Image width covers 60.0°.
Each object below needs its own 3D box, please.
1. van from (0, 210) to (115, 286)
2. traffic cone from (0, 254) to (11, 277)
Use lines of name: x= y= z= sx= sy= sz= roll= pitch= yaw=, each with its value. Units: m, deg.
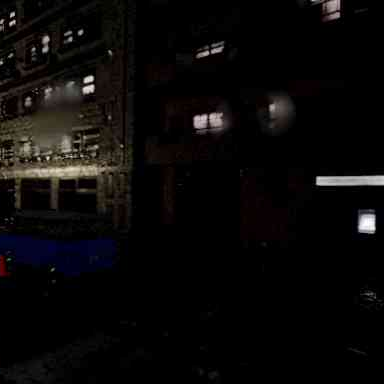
van: x=-3.980 y=1.450 z=9.556 sx=3.998 sy=1.788 sz=1.690 roll=0 pitch=0 yaw=37
traffic cone: x=-5.337 y=2.047 z=9.382 sx=0.340 sy=0.580 sz=0.340 roll=0 pitch=0 yaw=26
